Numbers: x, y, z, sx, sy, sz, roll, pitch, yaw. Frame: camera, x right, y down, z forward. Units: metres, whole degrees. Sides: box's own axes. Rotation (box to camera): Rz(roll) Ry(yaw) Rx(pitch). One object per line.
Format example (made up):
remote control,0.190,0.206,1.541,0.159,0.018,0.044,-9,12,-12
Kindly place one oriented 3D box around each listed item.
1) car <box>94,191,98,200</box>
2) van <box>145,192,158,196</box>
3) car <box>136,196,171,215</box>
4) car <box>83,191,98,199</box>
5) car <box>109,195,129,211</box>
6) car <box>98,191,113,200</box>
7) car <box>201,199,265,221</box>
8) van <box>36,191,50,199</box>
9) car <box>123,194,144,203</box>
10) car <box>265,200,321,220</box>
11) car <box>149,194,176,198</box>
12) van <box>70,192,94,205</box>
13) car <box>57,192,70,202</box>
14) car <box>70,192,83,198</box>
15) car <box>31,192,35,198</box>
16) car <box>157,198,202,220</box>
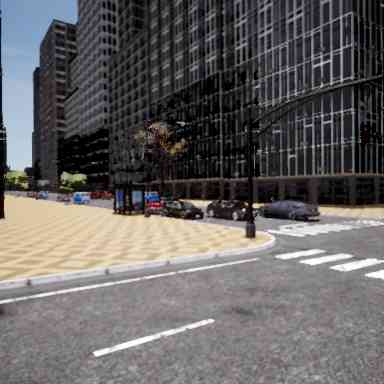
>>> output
car,-19.400,0.613,69.276,2.192,1.841,5.009,-1,1,-34
van,-6.572,0.854,50.507,1.690,1.788,3.998,-1,1,-34
car,-3.962,1.390,31.645,1.802,1.307,4.206,-1,1,-34
car,-22.607,0.685,73.970,1.967,1.590,4.097,-1,1,-34
car,-7.121,1.321,36.369,1.947,1.339,4.313,-1,1,-34
car,-16.192,0.934,64.587,1.802,1.307,4.206,-1,1,-34
car,3.089,1.346,26.103,1.837,1.490,4.892,-1,1,-34
van,-32.732,0.669,73.934,1.690,1.788,3.998,0,1,-34
car,-9.778,1.042,55.202,1.802,1.307,4.206,-1,1,-34
car,7.230,1.357,25.888,2.033,1.411,5.357,-1,1,-36
car,-2.226,1.260,33.880,1.837,1.490,4.892,-1,1,-34
van,-16.697,0.939,50.472,1.690,1.788,3.998,-1,1,-34
car,-23.111,1.041,59.859,2.008,1.369,4.403,0,1,-34
car,-29.020,0.687,83.355,2.008,1.369,4.403,-1,1,-34
car,-35.939,0.714,78.627,1.967,1.590,4.097,0,1,-34
car,-0.769,1.426,26.941,1.947,1.339,4.313,-1,1,-34
